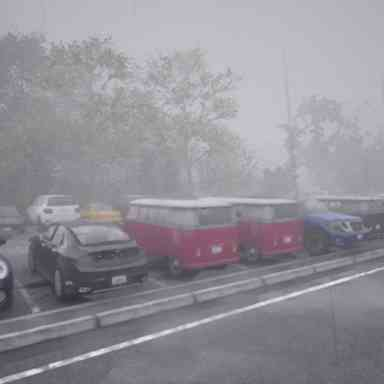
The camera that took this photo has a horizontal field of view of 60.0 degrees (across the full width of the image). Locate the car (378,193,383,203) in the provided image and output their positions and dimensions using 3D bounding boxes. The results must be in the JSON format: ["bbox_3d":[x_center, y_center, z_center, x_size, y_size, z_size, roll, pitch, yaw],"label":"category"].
[{"bbox_3d":[29.834,0.859,47.905,2.163,1.488,4.792,-1,1,-36],"label":"car"}]

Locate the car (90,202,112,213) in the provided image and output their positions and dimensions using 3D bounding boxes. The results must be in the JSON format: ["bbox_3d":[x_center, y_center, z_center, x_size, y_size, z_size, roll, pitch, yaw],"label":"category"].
[{"bbox_3d":[-6.425,1.421,22.256,1.946,1.575,5.366,-1,0,-36],"label":"car"}]

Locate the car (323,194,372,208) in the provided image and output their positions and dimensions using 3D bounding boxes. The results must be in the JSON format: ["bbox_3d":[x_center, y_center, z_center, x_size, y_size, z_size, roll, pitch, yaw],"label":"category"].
[{"bbox_3d":[18.524,1.047,39.865,2.097,1.535,5.008,-1,1,-36],"label":"car"}]

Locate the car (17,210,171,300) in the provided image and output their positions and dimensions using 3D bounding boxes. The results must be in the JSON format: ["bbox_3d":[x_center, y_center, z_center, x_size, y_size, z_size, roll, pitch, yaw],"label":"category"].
[{"bbox_3d":[-2.834,1.463,8.510,2.231,1.521,4.892,-1,0,-36],"label":"car"}]

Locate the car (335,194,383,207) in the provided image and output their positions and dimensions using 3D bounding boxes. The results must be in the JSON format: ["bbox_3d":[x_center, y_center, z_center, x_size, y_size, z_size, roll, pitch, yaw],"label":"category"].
[{"bbox_3d":[20.782,1.005,41.479,2.231,1.521,4.892,-1,1,-36],"label":"car"}]

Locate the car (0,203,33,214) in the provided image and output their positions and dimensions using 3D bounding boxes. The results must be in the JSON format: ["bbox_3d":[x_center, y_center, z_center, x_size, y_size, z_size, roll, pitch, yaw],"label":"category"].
[{"bbox_3d":[-10.817,1.496,18.854,2.163,1.488,4.792,-1,0,-36],"label":"car"}]

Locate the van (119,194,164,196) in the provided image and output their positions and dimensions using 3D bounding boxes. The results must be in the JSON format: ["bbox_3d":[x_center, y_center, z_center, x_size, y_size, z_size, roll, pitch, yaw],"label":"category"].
[{"bbox_3d":[-4.129,1.176,23.812,1.878,1.987,4.442,-1,0,-36],"label":"van"}]

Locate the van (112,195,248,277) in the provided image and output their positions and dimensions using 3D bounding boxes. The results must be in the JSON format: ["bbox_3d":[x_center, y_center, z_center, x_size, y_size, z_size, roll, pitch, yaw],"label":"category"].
[{"bbox_3d":[-0.626,1.214,10.239,1.878,1.987,4.442,-1,0,-36],"label":"van"}]

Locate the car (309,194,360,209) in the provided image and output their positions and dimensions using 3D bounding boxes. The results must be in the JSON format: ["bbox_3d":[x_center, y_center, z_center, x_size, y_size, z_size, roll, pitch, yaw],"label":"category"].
[{"bbox_3d":[16.266,1.090,38.251,2.097,1.535,5.008,-1,1,-36],"label":"car"}]

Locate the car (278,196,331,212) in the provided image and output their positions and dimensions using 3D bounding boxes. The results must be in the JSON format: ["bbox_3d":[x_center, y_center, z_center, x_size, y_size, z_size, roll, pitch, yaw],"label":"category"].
[{"bbox_3d":[11.758,1.178,35.015,2.231,1.521,4.892,-1,1,-36],"label":"car"}]

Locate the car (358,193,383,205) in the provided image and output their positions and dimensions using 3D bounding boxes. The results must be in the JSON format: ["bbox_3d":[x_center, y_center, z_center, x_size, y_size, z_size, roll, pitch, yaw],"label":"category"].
[{"bbox_3d":[25.408,0.914,44.550,1.946,1.575,5.366,-1,1,-36],"label":"car"}]

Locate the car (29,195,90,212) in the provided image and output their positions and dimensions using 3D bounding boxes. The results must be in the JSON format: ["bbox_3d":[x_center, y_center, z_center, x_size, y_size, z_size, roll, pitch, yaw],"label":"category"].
[{"bbox_3d":[-8.594,1.194,20.513,2.435,2.045,5.566,-1,0,-36],"label":"car"}]

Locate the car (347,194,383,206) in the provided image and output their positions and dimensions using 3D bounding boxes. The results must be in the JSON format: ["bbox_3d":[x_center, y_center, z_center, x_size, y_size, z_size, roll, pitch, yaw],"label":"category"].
[{"bbox_3d":[23.026,0.990,43.111,2.163,1.488,4.792,-1,1,-36],"label":"car"}]

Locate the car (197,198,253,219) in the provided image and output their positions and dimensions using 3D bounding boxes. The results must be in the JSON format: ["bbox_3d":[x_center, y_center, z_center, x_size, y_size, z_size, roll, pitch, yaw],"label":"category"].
[{"bbox_3d":[2.699,1.355,28.584,2.163,1.488,4.792,-1,0,-36],"label":"car"}]

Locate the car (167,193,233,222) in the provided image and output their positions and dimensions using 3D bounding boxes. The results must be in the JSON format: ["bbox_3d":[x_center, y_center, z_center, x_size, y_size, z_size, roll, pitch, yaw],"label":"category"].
[{"bbox_3d":[0.473,1.102,26.922,2.435,2.045,5.566,-1,0,-36],"label":"car"}]

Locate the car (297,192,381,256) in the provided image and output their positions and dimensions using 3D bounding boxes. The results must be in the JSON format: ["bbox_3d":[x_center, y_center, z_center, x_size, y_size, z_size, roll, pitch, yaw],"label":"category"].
[{"bbox_3d":[4.020,1.145,13.381,2.435,2.045,5.566,-1,0,-36],"label":"car"}]

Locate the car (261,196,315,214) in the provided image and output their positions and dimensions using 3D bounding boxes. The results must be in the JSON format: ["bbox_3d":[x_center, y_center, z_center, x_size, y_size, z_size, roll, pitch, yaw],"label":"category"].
[{"bbox_3d":[9.497,1.218,33.400,2.097,1.535,5.008,-1,1,-36],"label":"car"}]

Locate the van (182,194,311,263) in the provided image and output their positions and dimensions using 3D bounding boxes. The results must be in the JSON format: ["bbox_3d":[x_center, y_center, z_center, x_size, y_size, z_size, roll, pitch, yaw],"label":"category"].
[{"bbox_3d":[1.654,1.192,11.869,1.878,1.987,4.442,-1,0,-36],"label":"van"}]

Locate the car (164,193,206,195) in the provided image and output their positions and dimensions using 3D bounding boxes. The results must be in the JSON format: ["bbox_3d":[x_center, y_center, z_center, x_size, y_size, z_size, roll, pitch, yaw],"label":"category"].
[{"bbox_3d":[-1.819,1.129,25.354,2.435,2.045,5.566,-1,0,-36],"label":"car"}]

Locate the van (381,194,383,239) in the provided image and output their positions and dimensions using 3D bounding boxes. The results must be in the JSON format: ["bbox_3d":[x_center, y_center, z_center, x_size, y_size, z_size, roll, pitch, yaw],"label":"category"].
[{"bbox_3d":[6.214,1.148,15.127,1.878,1.987,4.442,-1,0,-36],"label":"van"}]

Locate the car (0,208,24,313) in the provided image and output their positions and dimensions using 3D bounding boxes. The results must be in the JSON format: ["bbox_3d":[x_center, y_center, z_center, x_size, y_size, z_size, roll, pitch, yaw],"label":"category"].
[{"bbox_3d":[-5.137,1.358,6.910,2.185,1.767,4.553,-1,0,-36],"label":"car"}]
